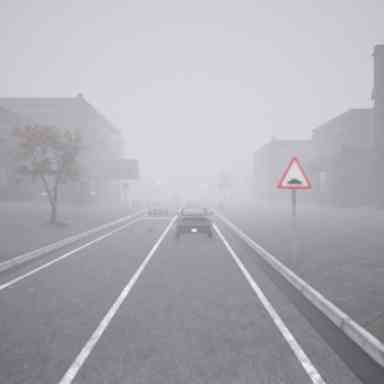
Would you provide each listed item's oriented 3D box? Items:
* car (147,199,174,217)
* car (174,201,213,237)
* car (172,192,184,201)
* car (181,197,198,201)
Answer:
[{"bbox_3d":[-3.085,1.585,31.790,1.994,1.385,4.181,0,0,0],"label":"car"},{"bbox_3d":[0.103,1.503,18.051,1.837,1.490,4.892,0,1,0],"label":"car"},{"bbox_3d":[-2.982,1.061,72.176,2.150,2.045,5.566,0,0,0],"label":"car"},{"bbox_3d":[0.104,1.564,36.346,2.033,1.411,5.357,0,0,0],"label":"car"}]
